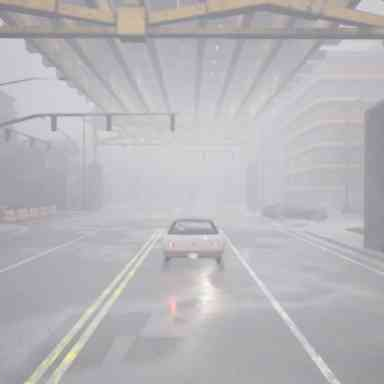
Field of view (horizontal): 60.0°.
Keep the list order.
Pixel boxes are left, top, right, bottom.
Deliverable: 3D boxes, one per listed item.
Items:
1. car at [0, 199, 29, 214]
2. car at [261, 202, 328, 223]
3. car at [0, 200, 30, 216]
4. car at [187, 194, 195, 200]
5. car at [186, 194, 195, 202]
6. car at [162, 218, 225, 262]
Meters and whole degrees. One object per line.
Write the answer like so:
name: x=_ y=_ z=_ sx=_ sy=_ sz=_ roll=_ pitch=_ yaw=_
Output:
car: x=-16.904 y=1.228 z=29.066 sx=4.536 sy=1.218 sz=1.853 roll=0 pitch=0 yaw=-20
car: x=7.675 y=1.478 z=24.933 sx=4.902 sy=1.511 sz=2.128 roll=0 pitch=0 yaw=-6
car: x=-16.856 y=1.385 z=29.084 sx=4.974 sy=1.542 sz=2.038 roll=0 pitch=0 yaw=-20
car: x=-0.265 y=1.213 z=81.875 sx=1.882 sy=1.535 sz=5.008 roll=0 pitch=1 yaw=0
car: x=-0.231 y=1.351 z=71.461 sx=1.837 sy=1.490 sz=4.892 roll=0 pitch=0 yaw=0
car: x=0.037 y=1.588 z=12.001 sx=1.895 sy=1.301 sz=4.718 roll=0 pitch=0 yaw=0
